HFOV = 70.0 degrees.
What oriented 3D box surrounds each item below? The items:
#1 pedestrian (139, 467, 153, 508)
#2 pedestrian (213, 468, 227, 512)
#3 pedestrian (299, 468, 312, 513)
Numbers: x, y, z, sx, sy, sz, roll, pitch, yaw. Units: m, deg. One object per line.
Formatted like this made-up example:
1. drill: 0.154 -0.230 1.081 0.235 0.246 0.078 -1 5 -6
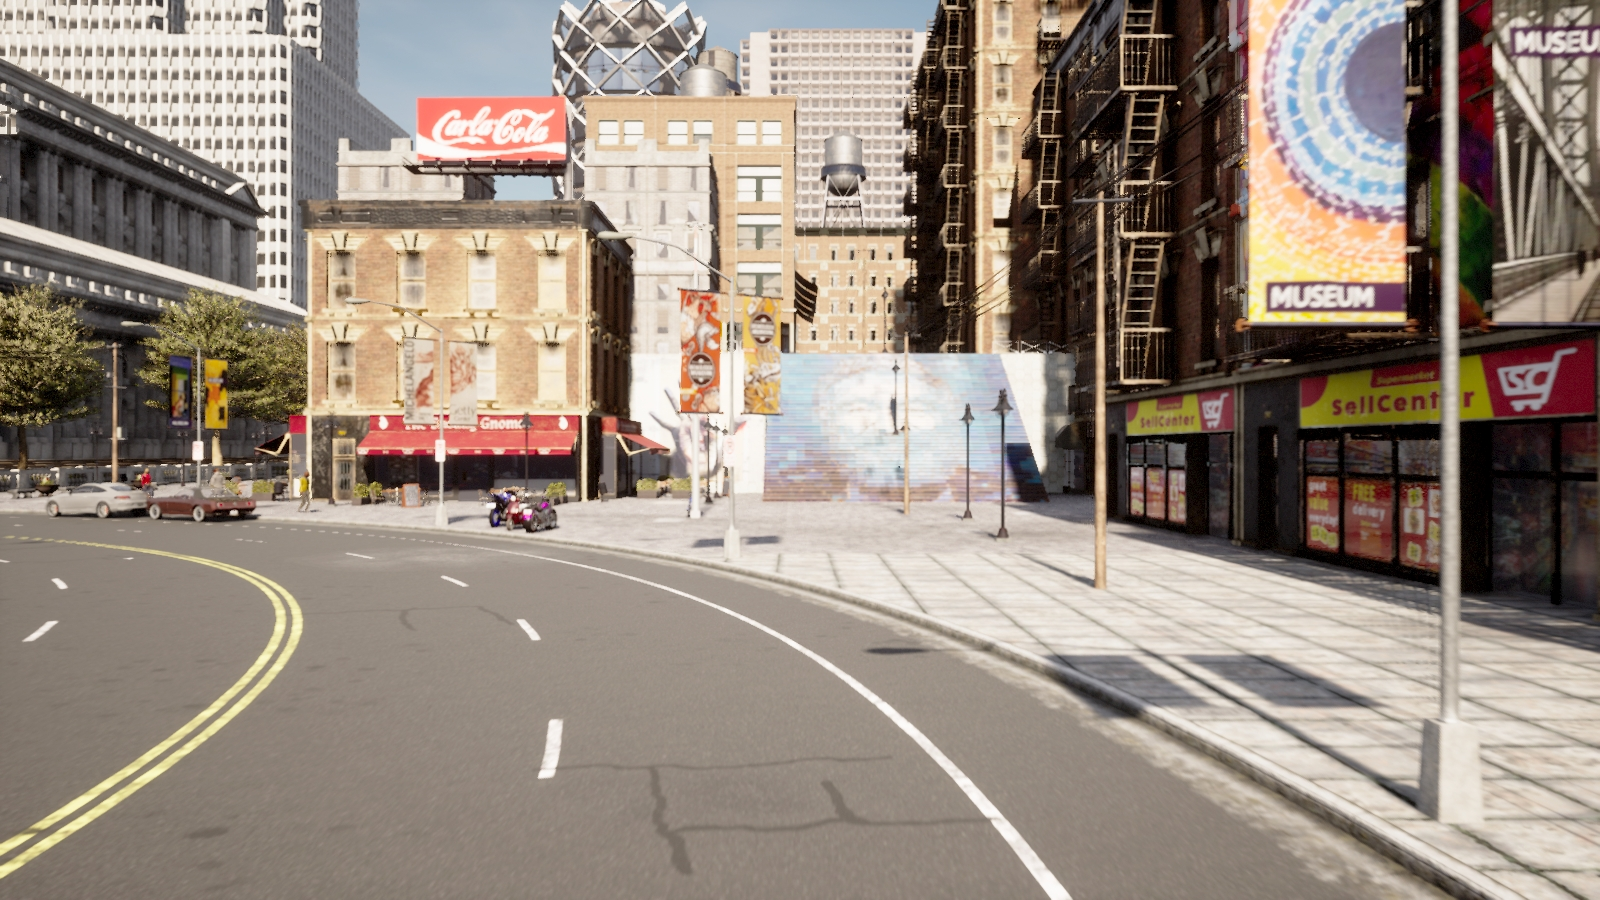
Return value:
1. pedestrian: -29.693 1.698 51.875 0.375 1.860 0.375 0 0 25
2. pedestrian: -24.819 1.696 48.870 0.375 1.860 0.375 0 0 29
3. pedestrian: -20.679 1.696 47.782 0.375 1.860 0.375 0 0 26
